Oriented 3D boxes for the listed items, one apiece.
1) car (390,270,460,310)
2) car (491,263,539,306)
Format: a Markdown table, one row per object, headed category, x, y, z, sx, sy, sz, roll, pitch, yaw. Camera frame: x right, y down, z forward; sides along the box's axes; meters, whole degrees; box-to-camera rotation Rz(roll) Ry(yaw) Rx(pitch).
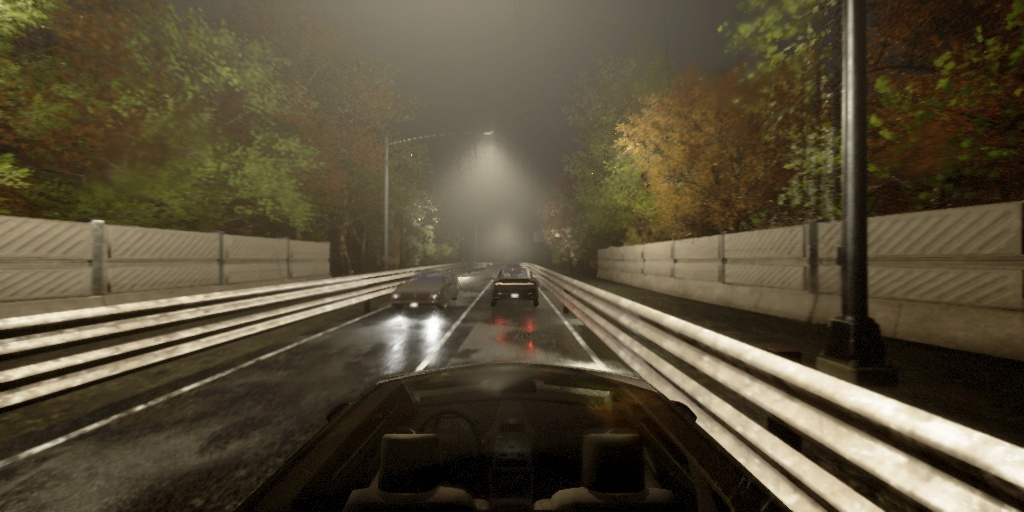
| category | x | y | z | sx | sy | sz | roll | pitch | yaw |
| --- | --- | --- | --- | --- | --- | --- | --- | --- | --- |
| car | -3.343 | 1.297 | 14.934 | 2.033 | 1.411 | 5.357 | 0 | 0 | 0 |
| car | 0.107 | 1.247 | 15.610 | 2.128 | 1.511 | 4.902 | 0 | 0 | 0 |
